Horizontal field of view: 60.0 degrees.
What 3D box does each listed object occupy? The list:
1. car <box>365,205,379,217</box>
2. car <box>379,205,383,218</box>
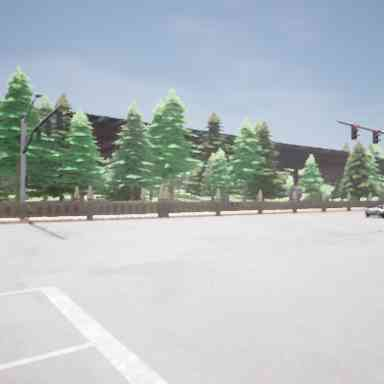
[{"bbox_3d":[20.626,2.087,35.926,4.718,1.301,1.895,1,-1,-36],"label":"car"},{"bbox_3d":[20.358,1.671,31.422,5.566,2.045,2.150,1,-1,-36],"label":"car"}]
